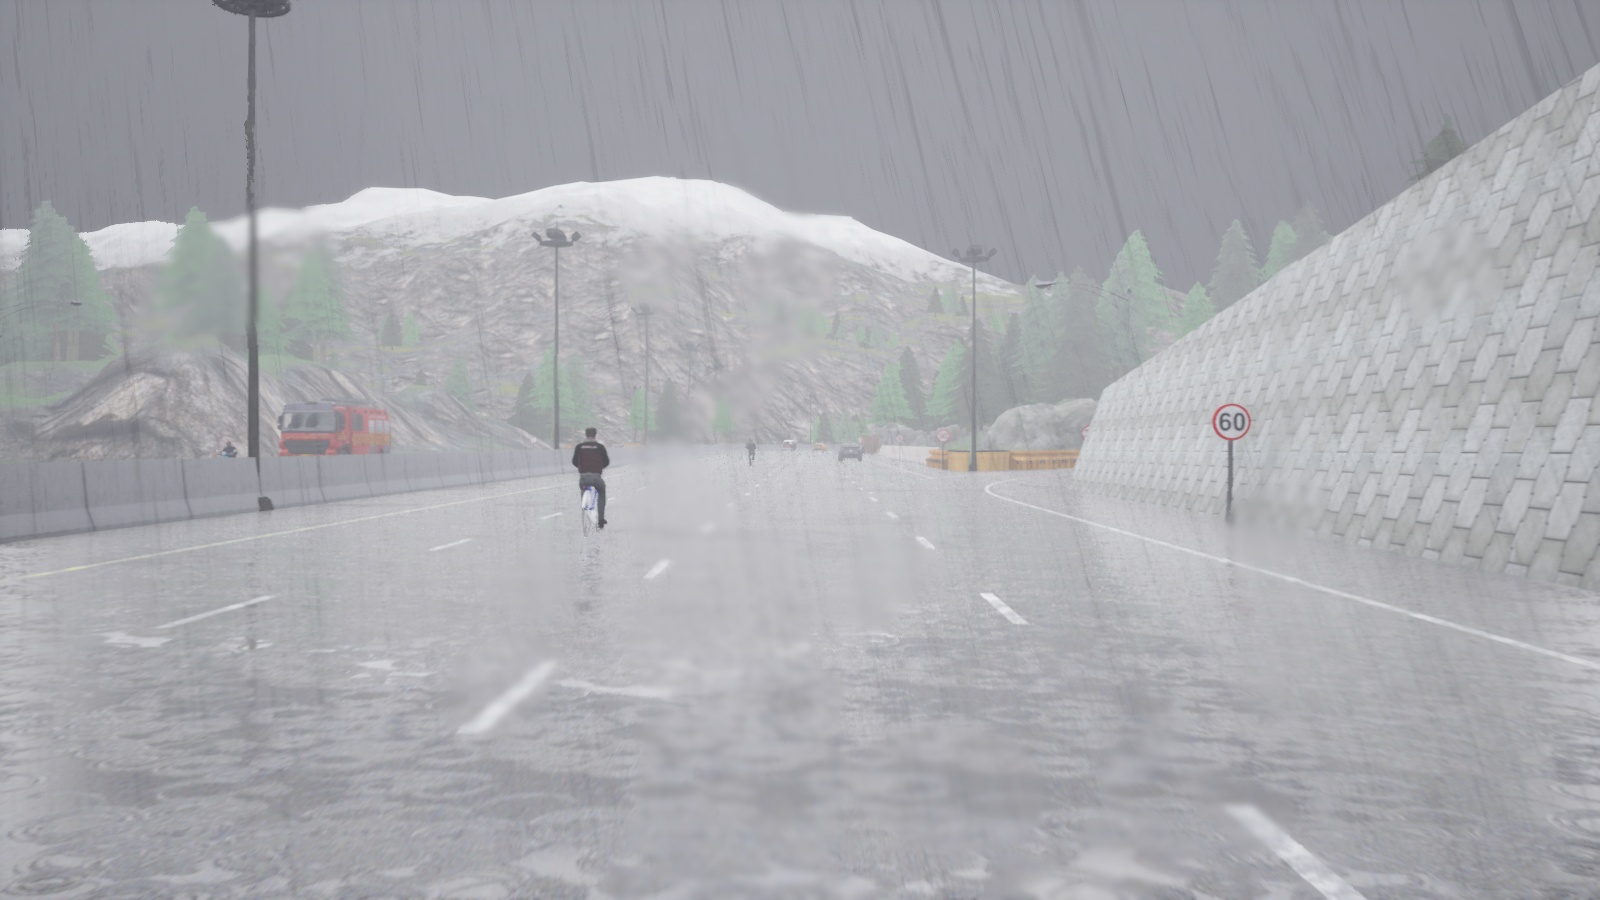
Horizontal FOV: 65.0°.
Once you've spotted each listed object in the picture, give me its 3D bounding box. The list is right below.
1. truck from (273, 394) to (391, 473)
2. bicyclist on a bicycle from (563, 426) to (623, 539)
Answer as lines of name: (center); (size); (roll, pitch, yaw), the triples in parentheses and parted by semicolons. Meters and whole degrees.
truck: (-24.113, -0.805, 65.229); (2.891, 3.827, 8.468); (0, 0, 0)
bicyclist on a bicycle: (-3.368, 0.498, 20.559); (0.659, 1.776, 1.843); (0, 1, 0)
